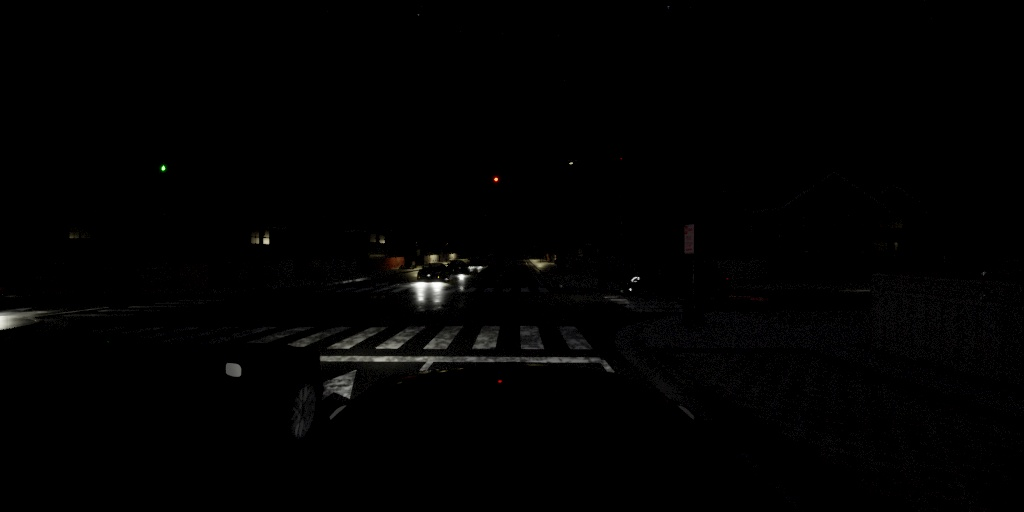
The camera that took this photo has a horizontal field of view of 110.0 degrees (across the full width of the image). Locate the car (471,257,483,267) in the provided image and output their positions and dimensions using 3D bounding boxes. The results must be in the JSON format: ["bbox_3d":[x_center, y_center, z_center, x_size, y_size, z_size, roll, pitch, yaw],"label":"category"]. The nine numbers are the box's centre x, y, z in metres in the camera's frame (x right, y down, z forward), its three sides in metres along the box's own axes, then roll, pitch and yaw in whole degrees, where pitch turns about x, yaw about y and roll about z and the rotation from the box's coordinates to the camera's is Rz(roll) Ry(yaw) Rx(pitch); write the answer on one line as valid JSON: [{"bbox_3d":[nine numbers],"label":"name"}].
[{"bbox_3d":[-5.597,0.938,56.595,2.033,1.411,5.357,0,1,1],"label":"car"}]

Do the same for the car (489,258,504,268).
[{"bbox_3d":[-2.264,1.030,52.179,1.994,1.385,4.181,0,1,1],"label":"car"}]

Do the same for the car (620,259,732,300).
[{"bbox_3d":[7.379,1.035,16.562,4.553,1.767,2.097,0,0,3],"label":"car"}]

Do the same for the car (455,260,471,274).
[{"bbox_3d":[-5.947,1.164,38.884,1.812,1.442,4.674,0,1,1],"label":"car"}]

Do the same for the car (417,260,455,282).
[{"bbox_3d":[-6.126,1.250,28.503,1.994,1.385,4.181,0,0,1],"label":"car"}]

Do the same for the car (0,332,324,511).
[{"bbox_3d":[-3.152,1.227,2.210,1.882,1.535,5.008,0,0,1],"label":"car"}]

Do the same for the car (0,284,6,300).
[{"bbox_3d":[-23.173,1.140,13.778,5.566,2.045,2.150,0,0,4],"label":"car"}]

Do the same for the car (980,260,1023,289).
[{"bbox_3d":[24.476,0.900,16.475,4.553,1.767,2.097,0,0,-1],"label":"car"}]
